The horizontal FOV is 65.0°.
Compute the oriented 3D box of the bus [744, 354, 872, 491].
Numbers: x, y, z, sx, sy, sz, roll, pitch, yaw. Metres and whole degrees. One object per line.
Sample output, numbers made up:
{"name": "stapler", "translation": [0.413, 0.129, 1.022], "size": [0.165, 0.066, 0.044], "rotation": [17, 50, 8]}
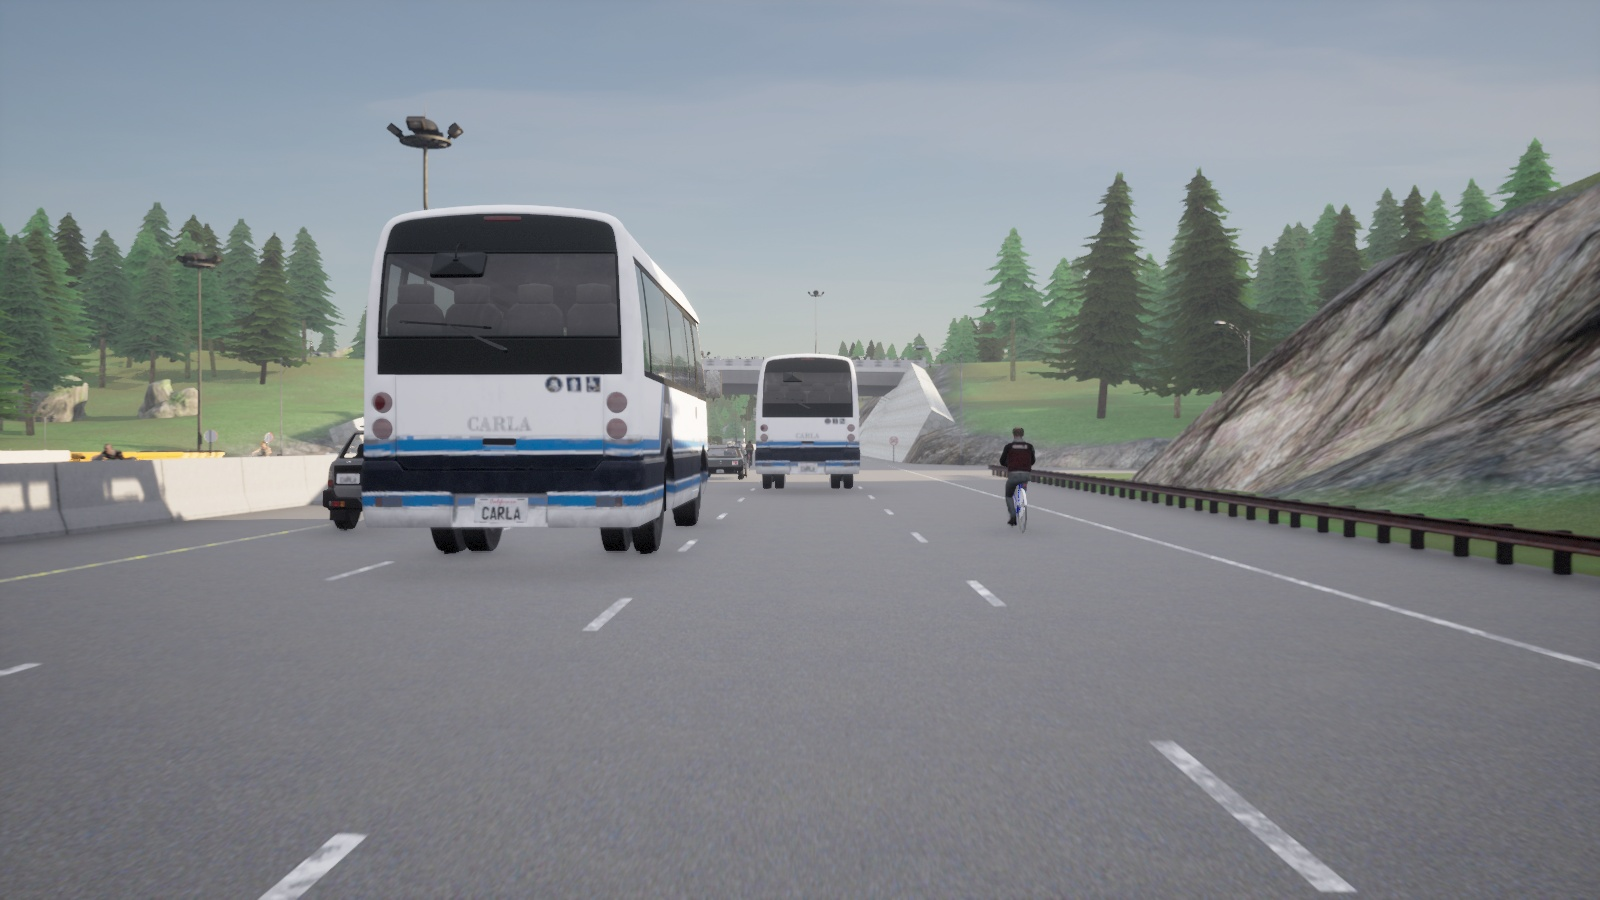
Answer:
{"name": "bus", "translation": [0.266, -0.877, 43.920], "size": [3.944, 4.253, 10.273], "rotation": [0, 0, 0]}

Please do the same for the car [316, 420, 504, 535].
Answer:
{"name": "car", "translation": [-6.856, 0.430, 22.641], "size": [1.932, 1.855, 4.605], "rotation": [0, 0, 0]}

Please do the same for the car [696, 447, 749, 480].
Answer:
{"name": "car", "translation": [-3.186, 0.548, 52.637], "size": [1.895, 1.301, 4.718], "rotation": [0, 0, 0]}

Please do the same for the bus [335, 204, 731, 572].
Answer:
{"name": "bus", "translation": [-3.372, -0.743, 19.640], "size": [3.944, 4.253, 10.273], "rotation": [0, 0, 0]}

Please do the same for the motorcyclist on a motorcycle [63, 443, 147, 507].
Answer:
{"name": "motorcyclist on a motorcycle", "translation": [-17.307, 0.591, 31.352], "size": [0.866, 1.530, 2.191], "rotation": [0, 0, 0]}

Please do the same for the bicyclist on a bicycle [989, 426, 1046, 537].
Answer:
{"name": "bicyclist on a bicycle", "translation": [3.635, 0.501, 21.112], "size": [0.659, 1.776, 1.843], "rotation": [0, 1, 0]}
